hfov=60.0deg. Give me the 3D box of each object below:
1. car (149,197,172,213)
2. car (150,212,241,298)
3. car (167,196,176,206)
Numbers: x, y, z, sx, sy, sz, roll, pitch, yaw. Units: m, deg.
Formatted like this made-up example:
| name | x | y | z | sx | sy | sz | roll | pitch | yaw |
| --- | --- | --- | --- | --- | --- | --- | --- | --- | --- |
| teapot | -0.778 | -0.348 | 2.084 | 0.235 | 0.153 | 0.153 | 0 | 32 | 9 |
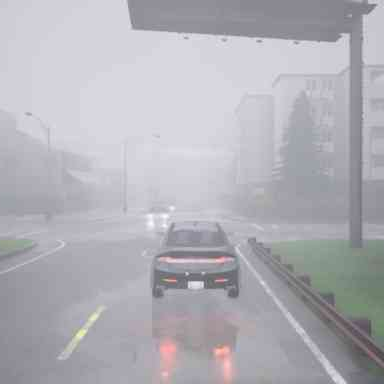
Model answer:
| name | x | y | z | sx | sy | sz | roll | pitch | yaw |
| --- | --- | --- | --- | --- | --- | --- | --- | --- | --- |
| car | -3.598 | 1.571 | 36.600 | 1.895 | 1.301 | 4.718 | 0 | 0 | 0 |
| car | 0.080 | 1.484 | 8.506 | 2.128 | 1.511 | 4.902 | 0 | 0 | 0 |
| car | -3.578 | 1.447 | 53.684 | 2.128 | 1.511 | 4.902 | 0 | 0 | 0 |
